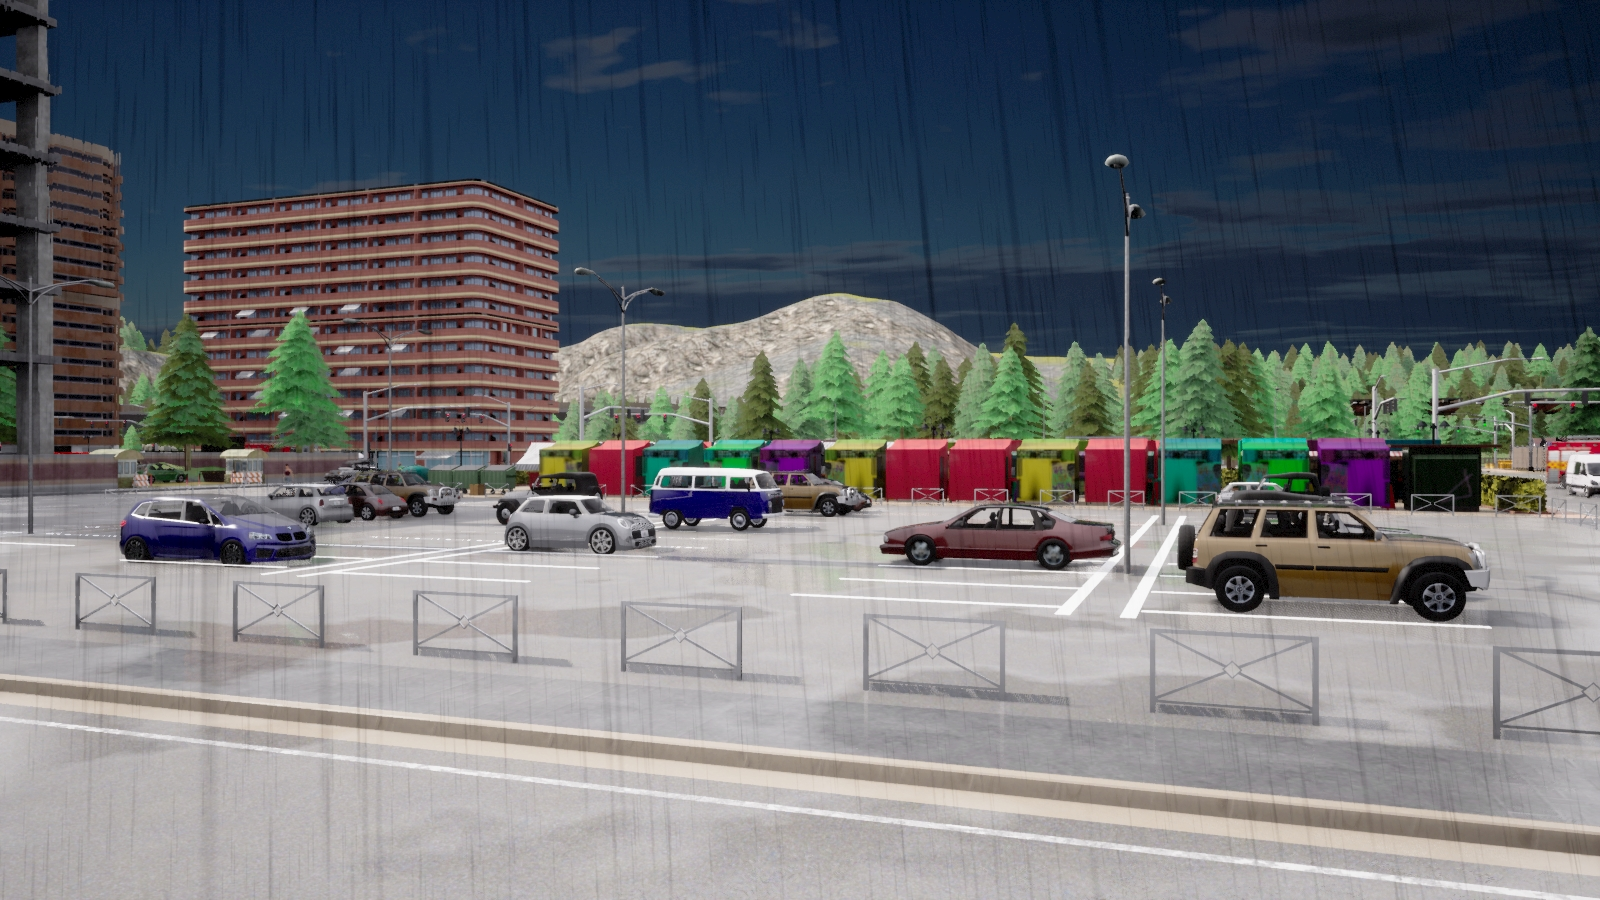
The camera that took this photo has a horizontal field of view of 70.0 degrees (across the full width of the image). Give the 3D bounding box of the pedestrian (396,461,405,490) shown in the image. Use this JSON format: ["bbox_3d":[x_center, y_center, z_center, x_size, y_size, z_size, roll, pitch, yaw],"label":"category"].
[{"bbox_3d":[-25.743,1.641,73.600,0.375,1.860,0.375,0,0,19],"label":"pedestrian"}]

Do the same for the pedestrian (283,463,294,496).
[{"bbox_3d":[-28.860,1.643,64.451,0.375,1.860,0.375,0,0,19],"label":"pedestrian"}]
